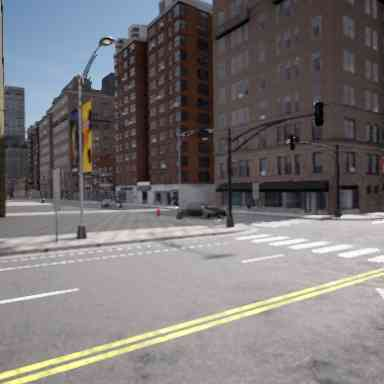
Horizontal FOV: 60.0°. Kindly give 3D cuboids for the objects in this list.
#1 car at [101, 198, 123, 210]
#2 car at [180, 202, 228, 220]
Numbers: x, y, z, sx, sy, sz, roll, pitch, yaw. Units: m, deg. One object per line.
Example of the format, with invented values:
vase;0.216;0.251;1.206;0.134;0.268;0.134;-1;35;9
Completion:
car;-11.478;1.671;47.547;2.128;1.511;4.902;-1;0;-35
car;0.902;1.652;29.946;2.033;1.411;5.357;-1;1;-35
